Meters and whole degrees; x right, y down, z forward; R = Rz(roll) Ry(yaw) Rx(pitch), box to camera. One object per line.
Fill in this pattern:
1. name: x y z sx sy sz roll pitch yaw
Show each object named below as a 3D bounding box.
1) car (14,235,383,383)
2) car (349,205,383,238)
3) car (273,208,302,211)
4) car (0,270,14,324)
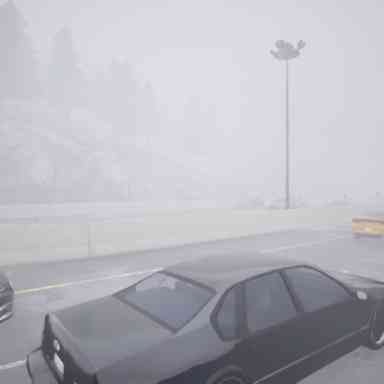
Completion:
1. car: 0.829 1.551 4.448 5.357 1.411 2.033 0 0 -37
2. car: 9.456 1.472 15.939 5.008 1.535 1.882 0 0 -41
3. car: 9.934 1.364 35.836 2.097 1.767 4.553 0 0 45
4. car: -5.166 1.508 4.463 4.902 1.511 2.128 0 0 -35
